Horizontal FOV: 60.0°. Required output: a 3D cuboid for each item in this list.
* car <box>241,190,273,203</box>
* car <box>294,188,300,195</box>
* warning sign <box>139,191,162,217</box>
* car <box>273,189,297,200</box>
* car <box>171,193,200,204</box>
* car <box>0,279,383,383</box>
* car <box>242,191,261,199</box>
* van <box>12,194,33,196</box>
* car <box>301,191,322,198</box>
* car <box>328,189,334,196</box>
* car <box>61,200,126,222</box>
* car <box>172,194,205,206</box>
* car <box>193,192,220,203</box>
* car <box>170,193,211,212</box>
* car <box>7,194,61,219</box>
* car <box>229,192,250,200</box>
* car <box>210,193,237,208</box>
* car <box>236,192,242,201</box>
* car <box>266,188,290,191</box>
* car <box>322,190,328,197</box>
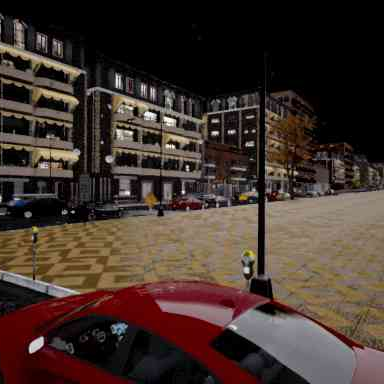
[{"bbox_3d":[9.182,0.876,46.610,2.008,1.369,4.403,2,2,35],"label":"car"},{"bbox_3d":[24.530,-0.030,83.405,2.192,1.841,5.009,2,2,35],"label":"car"},{"bbox_3d":[-3.079,0.851,24.818,1.300,1.860,1.060,-1,0,35],"label":"warning sign"},{"bbox_3d":[15.631,0.675,55.899,1.752,1.417,4.829,2,2,35],"label":"car"},{"bbox_3d":[-0.878,0.910,46.814,1.947,1.339,4.313,2,2,35],"label":"car"},{"bbox_3d":[-0.318,1.544,3.094,4.507,1.381,1.887,0,0,36],"label":"car"},{"bbox_3d":[11.728,0.525,64.972,1.752,1.417,4.829,2,2,35],"label":"car"},{"bbox_3d":[-13.578,1.035,28.510,1.690,1.788,3.998,2,2,35],"label":"van"},{"bbox_3d":[25.061,0.446,69.484,2.008,1.369,4.403,2,2,35],"label":"car"},{"bbox_3d":[34.588,0.079,83.205,1.967,1.590,4.097,2,2,35],"label":"car"},{"bbox_3d":[-6.696,1.329,23.737,1.947,1.339,4.313,2,2,35],"label":"car"},{"bbox_3d":[-0.358,1.010,43.027,1.895,1.301,4.718,1,1,35],"label":"car"},{"bbox_3d":[2.298,0.808,51.389,2.008,1.369,4.403,2,2,35],"label":"car"},{"bbox_3d":[-0.346,1.132,32.885,1.887,1.381,4.507,2,2,35],"label":"car"},{"bbox_3d":[-11.944,1.206,26.351,1.882,1.535,5.008,1,2,35],"label":"car"},{"bbox_3d":[8.649,0.650,60.539,1.947,1.339,4.313,2,2,35],"label":"car"},{"bbox_3d":[2.830,1.050,37.460,2.008,1.369,4.403,2,2,35],"label":"car"},{"bbox_3d":[9.050,0.727,50.996,1.882,1.535,5.008,1,1,35],"label":"car"},{"bbox_3d":[15.732,0.420,60.605,2.097,1.767,4.553,1,1,34],"label":"car"},{"bbox_3d":[28.236,0.360,74.058,2.008,1.369,4.403,2,2,35],"label":"car"}]
